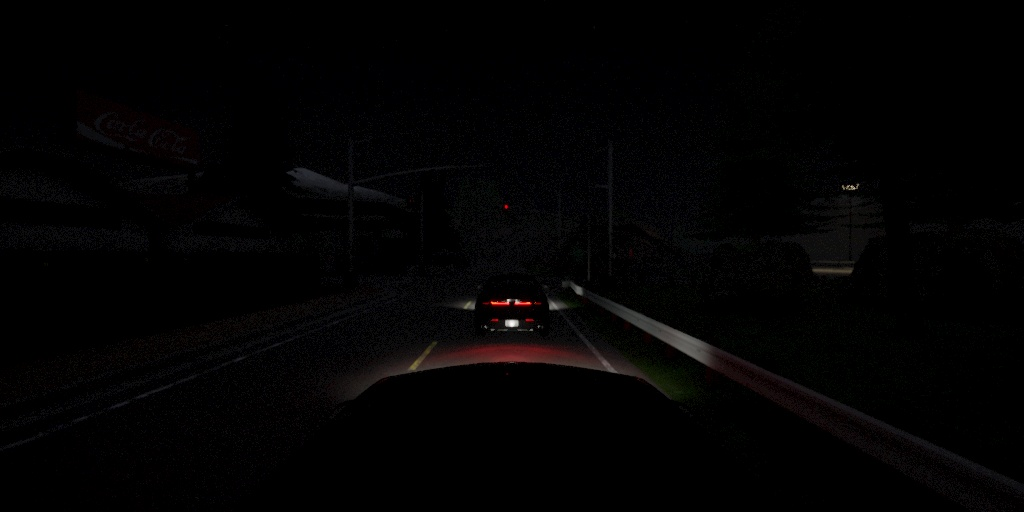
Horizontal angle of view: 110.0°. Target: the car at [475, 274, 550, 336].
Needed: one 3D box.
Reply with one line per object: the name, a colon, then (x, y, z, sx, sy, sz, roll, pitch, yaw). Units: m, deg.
car: (0.015, 1.247, 10.401, 1.837, 1.490, 4.892, 0, 0, 0)
